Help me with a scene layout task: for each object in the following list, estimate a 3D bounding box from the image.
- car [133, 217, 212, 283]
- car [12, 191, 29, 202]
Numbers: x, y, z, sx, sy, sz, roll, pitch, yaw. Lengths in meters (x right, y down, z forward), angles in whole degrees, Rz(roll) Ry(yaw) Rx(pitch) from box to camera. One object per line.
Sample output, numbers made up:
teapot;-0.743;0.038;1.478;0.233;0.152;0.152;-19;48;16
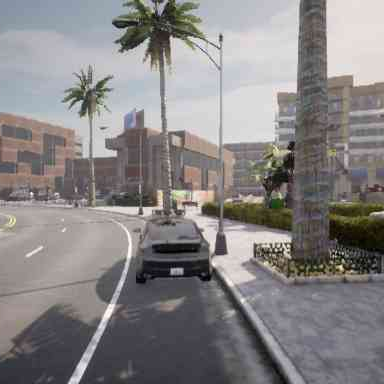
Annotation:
car;-0.632;1.491;9.664;1.837;1.490;4.892;0;0;-7
car;-37.893;1.211;71.704;4.553;1.767;2.185;0;0;21
